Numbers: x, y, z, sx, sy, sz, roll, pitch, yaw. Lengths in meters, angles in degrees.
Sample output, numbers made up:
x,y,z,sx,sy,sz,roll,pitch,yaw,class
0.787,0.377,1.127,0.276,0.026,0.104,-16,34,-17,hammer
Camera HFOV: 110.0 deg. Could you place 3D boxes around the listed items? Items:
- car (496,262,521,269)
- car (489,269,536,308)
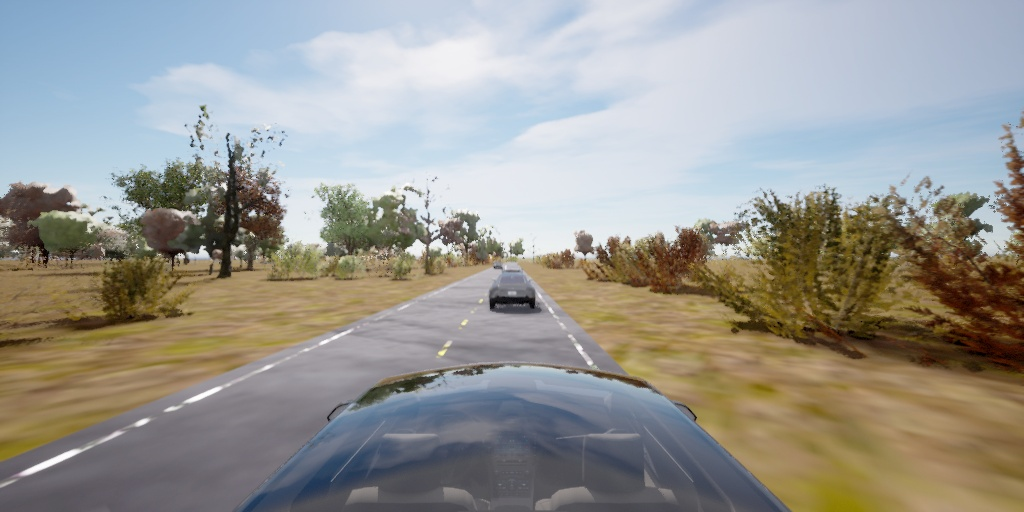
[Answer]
x,y,z,sx,sy,sz,roll,pitch,yaw,class
0.032,1.526,31.135,2.128,1.511,4.902,0,0,0,car
0.018,1.454,16.162,1.994,1.385,4.181,0,-1,0,car
